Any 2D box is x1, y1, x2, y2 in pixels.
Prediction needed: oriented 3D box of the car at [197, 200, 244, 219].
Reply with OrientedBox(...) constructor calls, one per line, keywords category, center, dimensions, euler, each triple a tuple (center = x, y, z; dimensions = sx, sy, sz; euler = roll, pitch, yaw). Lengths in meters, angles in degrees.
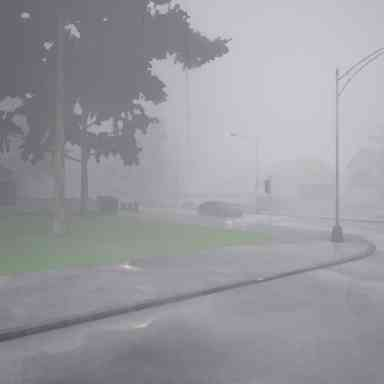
OrientedBox(category="car", center=(2.391, 1.518, 28.988), dimensions=(1.837, 1.490, 4.892), euler=(0, 0, -36))
